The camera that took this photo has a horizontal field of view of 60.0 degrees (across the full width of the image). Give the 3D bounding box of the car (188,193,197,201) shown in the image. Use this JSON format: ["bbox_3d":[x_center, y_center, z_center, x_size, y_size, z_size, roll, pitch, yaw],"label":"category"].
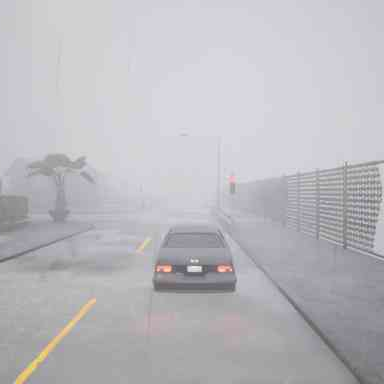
[{"bbox_3d":[0.082,1.234,87.098,2.150,2.045,5.566,0,0,0],"label":"car"}]

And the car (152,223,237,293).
[{"bbox_3d":[0.072,1.548,8.994,2.033,1.411,5.357,0,0,1],"label":"car"}]
